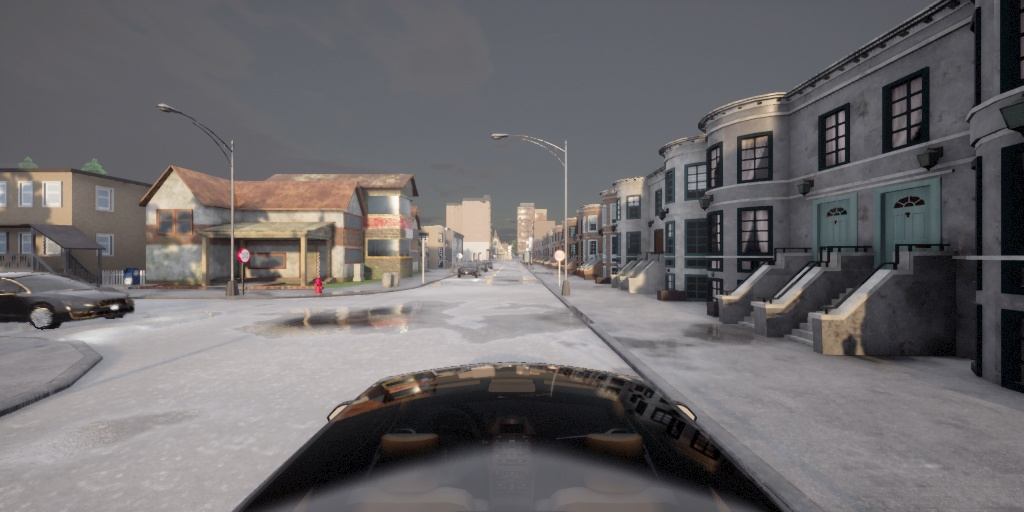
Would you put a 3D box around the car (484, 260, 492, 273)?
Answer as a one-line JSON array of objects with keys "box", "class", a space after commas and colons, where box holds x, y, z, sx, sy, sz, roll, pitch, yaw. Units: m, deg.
[{"box": [-3.975, 1.242, 44.529, 2.128, 1.511, 4.902, 0, 0, 0], "class": "car"}]

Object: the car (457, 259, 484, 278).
[{"box": [-4.015, 1.255, 34.195, 1.837, 1.490, 4.892, 0, 0, 0], "class": "car"}]

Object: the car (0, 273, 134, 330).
[{"box": [-14.045, 1.255, 10.489, 4.892, 1.490, 1.837, 0, 0, 0], "class": "car"}]
